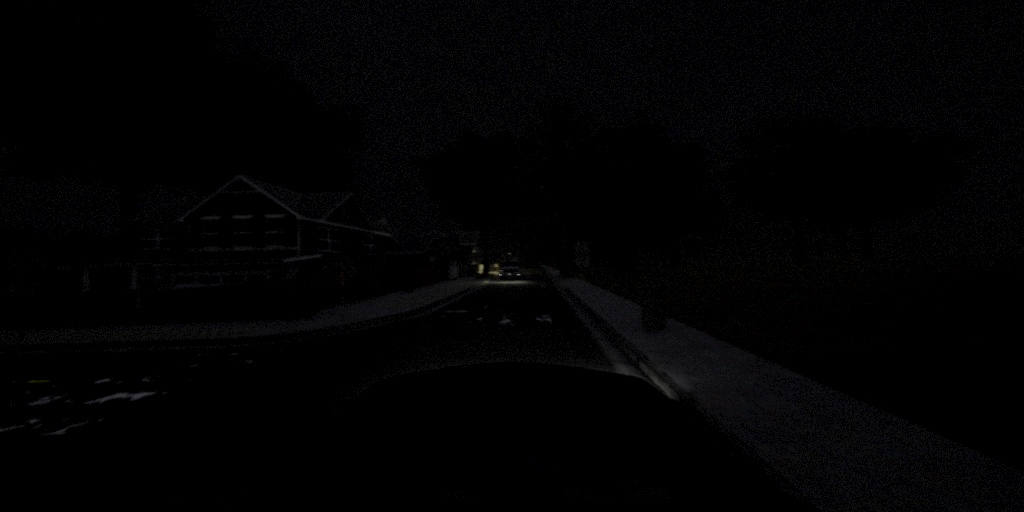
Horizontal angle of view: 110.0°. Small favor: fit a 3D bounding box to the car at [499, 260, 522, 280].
[{"bbox_3d":[-0.072,1.454,38.393,2.150,2.045,5.566,-1,0,4],"label":"car"}]
